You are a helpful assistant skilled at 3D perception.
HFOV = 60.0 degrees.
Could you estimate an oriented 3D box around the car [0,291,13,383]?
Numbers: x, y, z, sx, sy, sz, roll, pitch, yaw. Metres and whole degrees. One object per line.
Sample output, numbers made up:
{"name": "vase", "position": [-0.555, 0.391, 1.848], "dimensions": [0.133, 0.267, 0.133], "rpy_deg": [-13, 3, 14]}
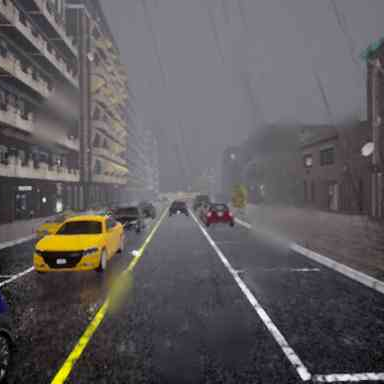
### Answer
{"name": "car", "position": [-3.136, 1.393, 2.077], "dimensions": [2.097, 1.767, 4.553], "rpy_deg": [-1, 0, -3]}

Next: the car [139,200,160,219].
{"name": "car", "position": [-4.322, 1.727, 30.479], "dimensions": [1.994, 1.385, 4.181], "rpy_deg": [-1, 0, -1]}

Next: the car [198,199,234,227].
{"name": "car", "position": [1.745, 1.507, 23.460], "dimensions": [1.967, 1.590, 4.097], "rpy_deg": [-1, 0, -2]}

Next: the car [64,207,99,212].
{"name": "car", "position": [-6.468, 1.661, 17.277], "dimensions": [1.752, 1.417, 4.829], "rpy_deg": [-1, 0, -2]}

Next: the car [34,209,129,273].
{"name": "car", "position": [-3.530, 1.557, 11.210], "dimensions": [1.882, 1.535, 5.008], "rpy_deg": [-1, 0, -2]}

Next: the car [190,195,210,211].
{"name": "car", "position": [1.272, 1.380, 43.721], "dimensions": [2.150, 2.045, 5.566], "rpy_deg": [-1, 0, -2]}

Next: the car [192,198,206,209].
{"name": "car", "position": [1.016, 1.709, 50.686], "dimensions": [1.812, 1.442, 4.674], "rpy_deg": [-1, 0, -2]}

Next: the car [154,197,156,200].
{"name": "car", "position": [-8.364, 1.890, 62.827], "dimensions": [2.008, 1.369, 4.403], "rpy_deg": [-1, 0, -2]}

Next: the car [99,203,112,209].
{"name": "car", "position": [-6.667, 1.712, 23.121], "dimensions": [2.008, 1.369, 4.403], "rpy_deg": [-1, 0, -2]}

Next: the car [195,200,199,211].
{"name": "car", "position": [1.482, 1.674, 29.129], "dimensions": [1.802, 1.307, 4.206], "rpy_deg": [-1, 0, -2]}

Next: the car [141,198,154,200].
{"name": "car", "position": [-8.119, 1.858, 57.154], "dimensions": [1.887, 1.381, 4.507], "rpy_deg": [-1, 0, -2]}

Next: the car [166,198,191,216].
{"name": "car", "position": [-1.358, 1.650, 33.980], "dimensions": [1.837, 1.490, 4.892], "rpy_deg": [-1, 0, -2]}

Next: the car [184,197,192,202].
{"name": "car", "position": [-0.973, 1.897, 85.849], "dimensions": [1.887, 1.381, 4.507], "rpy_deg": [-1, 0, -2]}

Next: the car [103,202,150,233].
{"name": "car", "position": [-3.934, 1.625, 20.644], "dimensions": [1.837, 1.490, 4.892], "rpy_deg": [-1, 0, -3]}

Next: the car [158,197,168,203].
{"name": "car", "position": [-6.253, 1.829, 76.466], "dimensions": [1.837, 1.490, 4.892], "rpy_deg": [-1, 0, -2]}

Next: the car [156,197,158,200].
{"name": "car", "position": [-9.592, 2.017, 91.187], "dimensions": [1.887, 1.381, 4.507], "rpy_deg": [-1, 0, -2]}
